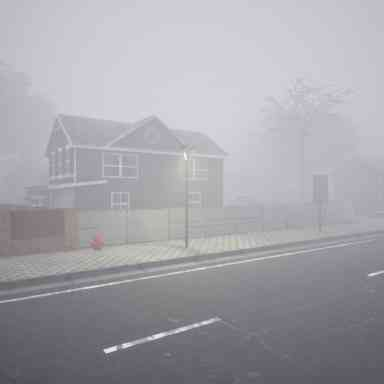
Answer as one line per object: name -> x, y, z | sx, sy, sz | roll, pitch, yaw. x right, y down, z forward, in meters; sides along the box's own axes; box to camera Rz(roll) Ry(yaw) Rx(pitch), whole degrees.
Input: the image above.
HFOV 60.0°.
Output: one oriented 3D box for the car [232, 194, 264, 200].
car -> 7.347, 1.271, 42.082 | 2.150, 2.045, 5.566 | 0, 0, -35
